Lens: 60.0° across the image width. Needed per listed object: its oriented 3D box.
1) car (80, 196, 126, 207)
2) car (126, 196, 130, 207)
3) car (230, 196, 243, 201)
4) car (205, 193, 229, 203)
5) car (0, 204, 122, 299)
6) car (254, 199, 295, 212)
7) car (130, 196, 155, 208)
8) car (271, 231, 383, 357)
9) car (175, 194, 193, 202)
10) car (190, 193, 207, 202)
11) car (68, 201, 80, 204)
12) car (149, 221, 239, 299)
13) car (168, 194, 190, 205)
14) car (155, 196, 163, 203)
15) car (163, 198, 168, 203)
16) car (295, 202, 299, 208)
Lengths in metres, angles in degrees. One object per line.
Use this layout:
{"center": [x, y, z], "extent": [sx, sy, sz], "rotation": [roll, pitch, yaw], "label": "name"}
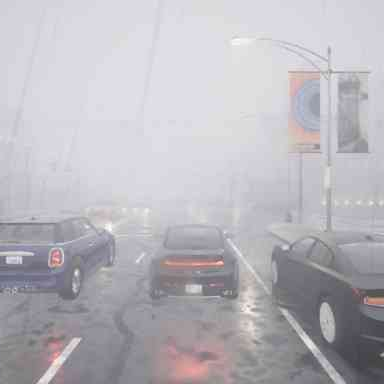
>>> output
{"center": [-7.140, 1.352, 27.128], "extent": [2.097, 1.767, 4.553], "rotation": [0, 0, 0], "label": "car"}
{"center": [-10.444, 1.352, 50.031], "extent": [2.097, 1.767, 4.553], "rotation": [0, 0, 3], "label": "car"}
{"center": [13.167, 1.595, 87.733], "extent": [4.718, 1.301, 1.895], "rotation": [0, 0, -37], "label": "car"}
{"center": [5.272, 1.491, 69.425], "extent": [2.128, 1.511, 4.902], "rotation": [0, 0, 29], "label": "car"}
{"center": [-3.450, 1.352, 8.625], "extent": [2.097, 1.767, 4.553], "rotation": [0, 0, 0], "label": "car"}
{"center": [9.112, 1.564, 37.628], "extent": [4.181, 1.385, 1.994], "rotation": [0, 0, 11], "label": "car"}
{"center": [-7.015, 1.352, 47.604], "extent": [2.097, 1.767, 4.553], "rotation": [0, 0, 2], "label": "car"}
{"center": [2.892, 1.480, 6.284], "extent": [2.097, 1.535, 5.008], "rotation": [0, 0, 0], "label": "car"}
{"center": [-1.900, 1.355, 78.126], "extent": [2.097, 1.767, 4.553], "rotation": [0, 0, 33], "label": "car"}
{"center": [1.997, 1.225, 77.528], "extent": [2.150, 2.045, 5.566], "rotation": [0, 0, 36], "label": "car"}
{"center": [-10.650, 1.547, 30.909], "extent": [2.033, 1.411, 5.357], "rotation": [0, 0, 0], "label": "car"}
{"center": [0.049, 1.505, 8.443], "extent": [1.837, 1.490, 4.892], "rotation": [0, 0, 0], "label": "car"}
{"center": [-2.288, 1.564, 59.848], "extent": [1.994, 1.385, 4.181], "rotation": [0, 0, 13], "label": "car"}
{"center": [-7.082, 1.564, 68.606], "extent": [1.994, 1.385, 4.181], "rotation": [0, 0, 21], "label": "car"}
{"center": [-3.386, 1.548, 68.302], "extent": [2.033, 1.411, 5.357], "rotation": [0, 0, 22], "label": "car"}
{"center": [10.321, 1.547, 40.962], "extent": [5.357, 1.411, 2.033], "rotation": [0, 0, 9], "label": "car"}
